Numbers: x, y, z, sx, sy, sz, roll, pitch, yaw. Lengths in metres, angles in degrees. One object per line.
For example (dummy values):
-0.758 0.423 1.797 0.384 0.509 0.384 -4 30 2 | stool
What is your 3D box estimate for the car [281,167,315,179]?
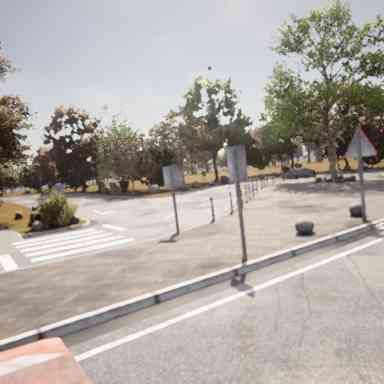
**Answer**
13.695 -2.480 43.090 4.181 1.385 1.994 -5 5 4 | car
